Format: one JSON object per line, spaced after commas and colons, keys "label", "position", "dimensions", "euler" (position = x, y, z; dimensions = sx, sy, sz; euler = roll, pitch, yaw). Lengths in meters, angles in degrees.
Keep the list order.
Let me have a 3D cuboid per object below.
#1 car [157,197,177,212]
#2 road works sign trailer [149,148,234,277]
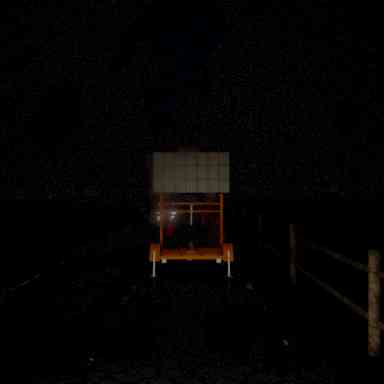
{"label": "car", "position": [-2.911, 1.371, 38.943], "dimensions": [2.097, 1.767, 4.553], "euler": [0, 0, 0]}
{"label": "road works sign trailer", "position": [-0.015, 0.466, 10.224], "dimensions": [2.380, 3.560, 2.880], "euler": [0, 0, 0]}
